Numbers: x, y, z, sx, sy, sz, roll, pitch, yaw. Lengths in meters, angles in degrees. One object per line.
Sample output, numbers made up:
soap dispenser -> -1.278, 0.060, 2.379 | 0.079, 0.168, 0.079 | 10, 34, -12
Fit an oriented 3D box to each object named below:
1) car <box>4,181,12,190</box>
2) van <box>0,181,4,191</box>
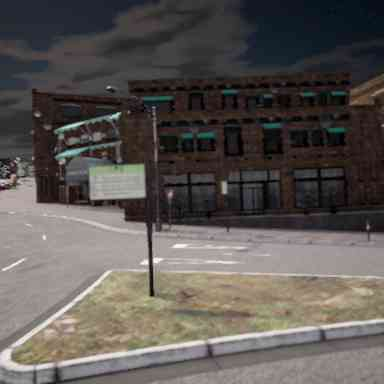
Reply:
car -> -47.640, -1.351, 80.684 | 5.566, 2.045, 2.435 | -3, 5, -40
van -> -45.665, -0.905, 74.877 | 4.442, 1.987, 1.878 | -3, 6, -40
